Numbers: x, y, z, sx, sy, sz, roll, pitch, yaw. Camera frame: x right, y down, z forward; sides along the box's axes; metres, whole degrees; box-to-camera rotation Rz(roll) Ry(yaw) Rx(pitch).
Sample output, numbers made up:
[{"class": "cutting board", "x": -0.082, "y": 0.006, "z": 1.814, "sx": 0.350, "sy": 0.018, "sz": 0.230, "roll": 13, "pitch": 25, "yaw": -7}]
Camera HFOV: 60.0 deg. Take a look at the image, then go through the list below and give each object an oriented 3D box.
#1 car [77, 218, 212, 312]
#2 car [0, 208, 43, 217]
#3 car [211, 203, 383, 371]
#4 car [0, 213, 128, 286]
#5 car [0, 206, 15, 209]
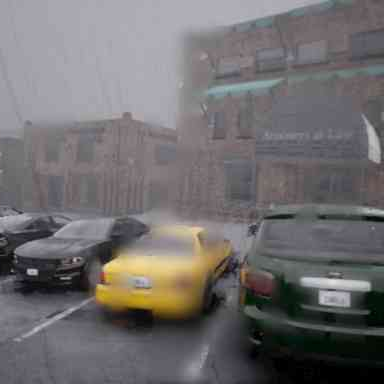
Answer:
[{"class": "car", "x": -0.194, "y": 1.435, "z": 7.794, "sx": 1.946, "sy": 1.575, "sz": 5.366, "roll": 0, "pitch": -1, "yaw": 15}, {"class": "car", "x": -5.035, "y": 1.411, "z": 11.002, "sx": 2.097, "sy": 1.535, "sz": 5.008, "roll": 0, "pitch": -1, "yaw": 15}, {"class": "car", "x": 2.154, "y": 1.208, "z": 5.950, "sx": 2.435, "sy": 2.045, "sz": 5.566, "roll": 0, "pitch": -1, "yaw": 15}, {"class": "car", "x": -2.635, "y": 1.422, "z": 9.319, "sx": 2.097, "sy": 1.535, "sz": 5.008, "roll": 1, "pitch": -1, "yaw": 15}, {"class": "car", "x": -7.442, "y": 1.282, "z": 12.675, "sx": 2.185, "sy": 1.767, "sz": 4.553, "roll": 0, "pitch": -1, "yaw": 15}]
